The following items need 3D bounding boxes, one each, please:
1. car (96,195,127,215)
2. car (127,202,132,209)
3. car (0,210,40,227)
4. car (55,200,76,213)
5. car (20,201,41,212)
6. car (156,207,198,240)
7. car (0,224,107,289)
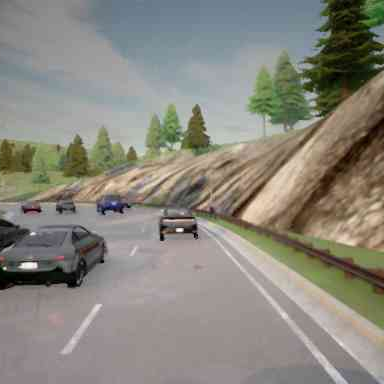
[{"bbox_3d":[-8.995,1.324,36.164,2.150,2.045,5.566,0,0,-24],"label":"car"},{"bbox_3d":[-10.098,1.716,46.241,1.895,1.301,4.718,-1,0,-31],"label":"car"},{"bbox_3d":[-7.360,1.610,11.841,1.812,1.442,4.674,-1,0,-4],"label":"car"},{"bbox_3d":[-15.252,1.667,39.992,2.128,1.511,4.902,0,0,-29],"label":"car"},{"bbox_3d":[-20.332,1.798,41.879,1.994,1.385,4.181,0,0,-32],"label":"car"},{"bbox_3d":[-0.816,1.500,17.225,2.128,1.511,4.902,0,0,-6],"label":"car"},{"bbox_3d":[-3.718,1.607,9.386,1.994,1.385,4.181,-1,0,-3],"label":"car"}]
